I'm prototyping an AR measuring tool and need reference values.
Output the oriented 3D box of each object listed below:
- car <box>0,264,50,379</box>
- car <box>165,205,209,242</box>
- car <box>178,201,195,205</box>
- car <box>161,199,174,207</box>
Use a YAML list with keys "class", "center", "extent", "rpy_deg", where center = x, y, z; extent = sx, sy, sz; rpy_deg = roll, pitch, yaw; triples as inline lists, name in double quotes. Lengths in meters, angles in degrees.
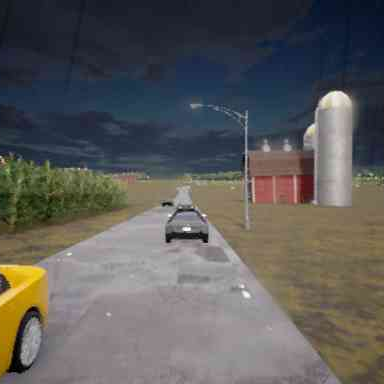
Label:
- class: "car"
  center: [-2.941, 1.471, 2.761]
  extent: [1.882, 1.535, 5.008]
  rpy_deg: [0, 0, -1]
- class: "car"
  center: [-0.253, 1.566, 16.296]
  extent: [1.994, 1.385, 4.181]
  rpy_deg: [0, 0, -1]
- class: "car"
  center: [-0.641, 1.655, 36.284]
  extent: [1.895, 1.301, 4.718]
  rpy_deg: [0, 0, -1]
- class: "car"
  center: [-3.814, 1.750, 52.941]
  extent: [1.895, 1.301, 4.718]
  rpy_deg: [0, 0, -1]
